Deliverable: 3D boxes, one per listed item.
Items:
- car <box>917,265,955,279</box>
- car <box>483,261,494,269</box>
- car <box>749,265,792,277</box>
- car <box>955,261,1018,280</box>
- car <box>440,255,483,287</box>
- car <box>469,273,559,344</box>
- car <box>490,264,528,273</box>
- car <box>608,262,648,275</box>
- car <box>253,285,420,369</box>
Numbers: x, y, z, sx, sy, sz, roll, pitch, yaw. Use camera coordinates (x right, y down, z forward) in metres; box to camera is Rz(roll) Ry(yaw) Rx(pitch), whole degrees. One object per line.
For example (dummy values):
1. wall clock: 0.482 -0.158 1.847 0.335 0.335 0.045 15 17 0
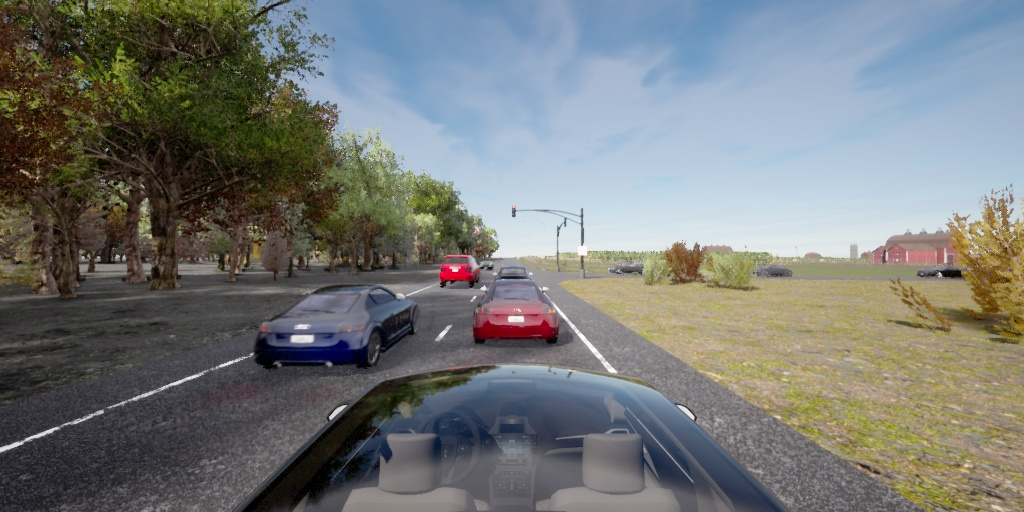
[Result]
1. car: 49.333 1.818 40.921 5.008 1.535 1.882 1 -1 1
2. car: -3.568 1.348 51.418 1.895 1.301 4.718 0 0 0
3. car: 29.476 1.688 41.002 4.181 1.385 1.994 1 -1 0
4. car: 50.587 1.517 37.372 5.566 2.045 2.150 1 -1 1
5. car: -3.473 0.972 24.561 2.150 2.045 5.566 0 0 0
6. car: 0.075 1.315 9.638 1.994 1.385 4.181 0 0 0
7. car: 0.049 1.256 18.550 1.837 1.490 4.892 0 0 0
8. car: 13.597 1.445 41.210 4.902 1.511 2.128 1 -1 2
9. car: -3.418 1.315 7.838 1.994 1.385 4.181 0 0 0
